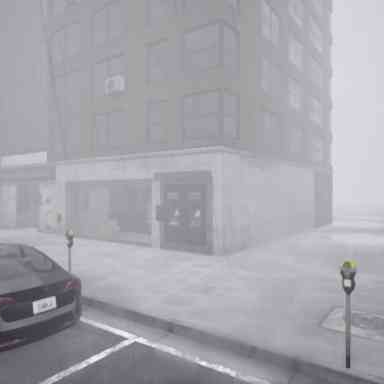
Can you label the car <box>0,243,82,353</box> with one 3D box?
[{"bbox_3d":[-3.682,1.560,5.704,4.313,1.339,1.947,0,0,35],"label":"car"}]
